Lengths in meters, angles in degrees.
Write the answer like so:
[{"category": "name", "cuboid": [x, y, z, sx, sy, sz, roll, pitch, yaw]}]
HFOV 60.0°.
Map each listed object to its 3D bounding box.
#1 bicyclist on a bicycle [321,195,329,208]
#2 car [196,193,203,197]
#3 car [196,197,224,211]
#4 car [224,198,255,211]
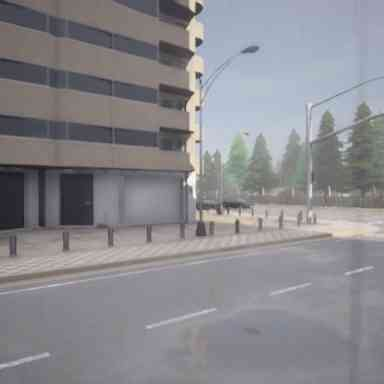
[{"category": "bicyclist on a bicycle", "cuboid": [17.378, 1.220, 43.493, 1.656, 1.620, 0.582, -1, 0, -36]}, {"category": "car", "cuboid": [-0.050, 1.155, 61.100, 2.150, 2.045, 5.566, 0, 0, -35]}, {"category": "car", "cuboid": [1.380, 1.570, 40.918, 1.895, 1.301, 4.718, 0, 0, -36]}, {"category": "car", "cuboid": [5.616, 1.435, 41.027, 1.882, 1.535, 5.008, 0, 0, -36]}]
